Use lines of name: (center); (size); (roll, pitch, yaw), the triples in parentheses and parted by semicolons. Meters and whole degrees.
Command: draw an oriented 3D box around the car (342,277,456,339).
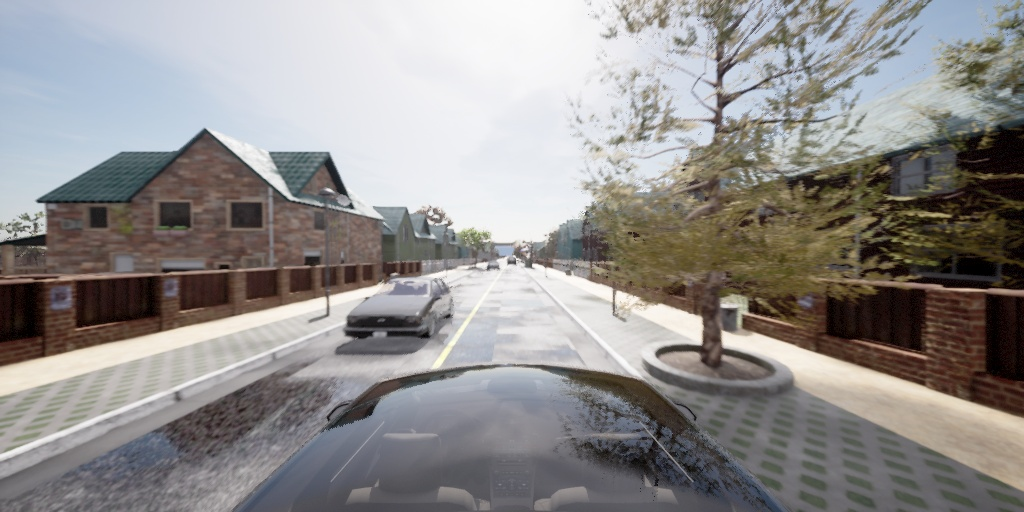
car: (-2.846, 1.316, 10.406); (2.033, 1.411, 5.357); (0, 0, 0)

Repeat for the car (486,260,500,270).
car: (-2.825, 1.393, 54.497); (1.812, 1.442, 4.674); (0, 0, 0)
